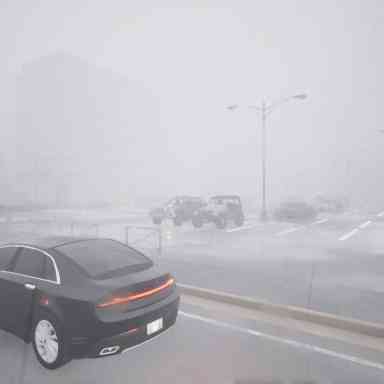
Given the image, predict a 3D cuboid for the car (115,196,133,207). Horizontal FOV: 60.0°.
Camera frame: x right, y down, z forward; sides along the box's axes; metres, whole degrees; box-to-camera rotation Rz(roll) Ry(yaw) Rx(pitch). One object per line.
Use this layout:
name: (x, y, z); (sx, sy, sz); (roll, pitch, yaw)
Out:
car: (-11.580, 1.352, 49.809); (2.097, 1.767, 4.553); (0, 0, 34)

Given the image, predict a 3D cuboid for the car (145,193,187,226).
car: (-0.660, 1.153, 21.899); (1.932, 1.855, 4.605); (0, 0, 34)

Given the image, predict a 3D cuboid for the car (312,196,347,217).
car: (13.749, 1.395, 33.166); (1.970, 1.475, 3.806); (0, 0, 34)

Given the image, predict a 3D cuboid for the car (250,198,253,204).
car: (9.835, 1.505, 62.475); (1.837, 1.490, 4.892); (0, 0, 34)

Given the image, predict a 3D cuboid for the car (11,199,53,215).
car: (-17.502, 1.601, 34.752); (1.895, 1.301, 4.718); (0, 0, 34)

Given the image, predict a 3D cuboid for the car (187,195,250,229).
car: (1.704, 1.156, 20.229); (1.905, 1.878, 3.866); (0, 0, 34)

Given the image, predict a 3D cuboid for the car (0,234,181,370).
car: (-2.454, 1.505, 5.750); (4.892, 1.490, 1.837); (0, 0, 36)

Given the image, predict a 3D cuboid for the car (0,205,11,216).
car: (-17.992, 1.601, 27.321); (1.895, 1.301, 4.718); (0, 0, 34)

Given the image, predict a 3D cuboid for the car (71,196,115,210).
car: (-12.502, 1.526, 42.164); (1.812, 1.442, 4.674); (0, 0, 34)

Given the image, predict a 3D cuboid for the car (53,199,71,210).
car: (-17.176, 1.547, 41.506); (2.033, 1.411, 5.357); (0, 0, 34)

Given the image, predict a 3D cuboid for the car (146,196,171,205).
car: (-5.827, 1.525, 58.282); (1.812, 1.442, 4.674); (0, 0, 35)

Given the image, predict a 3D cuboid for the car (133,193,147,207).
car: (-6.618, 1.221, 50.876); (2.150, 2.045, 5.566); (0, 0, 34)
